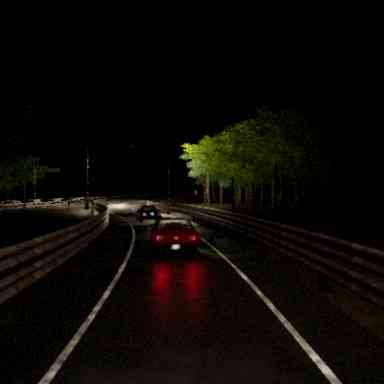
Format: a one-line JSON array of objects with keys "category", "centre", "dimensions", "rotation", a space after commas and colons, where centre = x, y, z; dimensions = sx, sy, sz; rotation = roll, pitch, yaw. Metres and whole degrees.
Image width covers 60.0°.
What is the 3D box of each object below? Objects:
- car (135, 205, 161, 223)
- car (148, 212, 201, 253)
[{"category": "car", "centre": [-3.914, 1.902, 29.612], "dimensions": [2.033, 1.411, 5.357], "rotation": [0, -1, -15]}, {"category": "car", "centre": [-0.873, 1.766, 14.550], "dimensions": [1.895, 1.301, 4.718], "rotation": [0, -1, -7]}]
